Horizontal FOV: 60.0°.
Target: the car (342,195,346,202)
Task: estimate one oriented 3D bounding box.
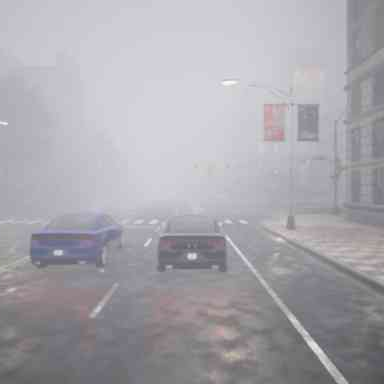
[{"bbox_3d":[24.792,0.805,48.259,5.566,2.045,2.150,0,0,0],"label":"car"}]

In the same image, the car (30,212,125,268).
[{"bbox_3d":[-3.497,1.382,11.008,1.882,1.535,5.008,0,0,-2],"label":"car"}]

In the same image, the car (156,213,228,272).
[{"bbox_3d":[0.000,1.386,10.544,1.882,1.535,5.008,0,0,0],"label":"car"}]
